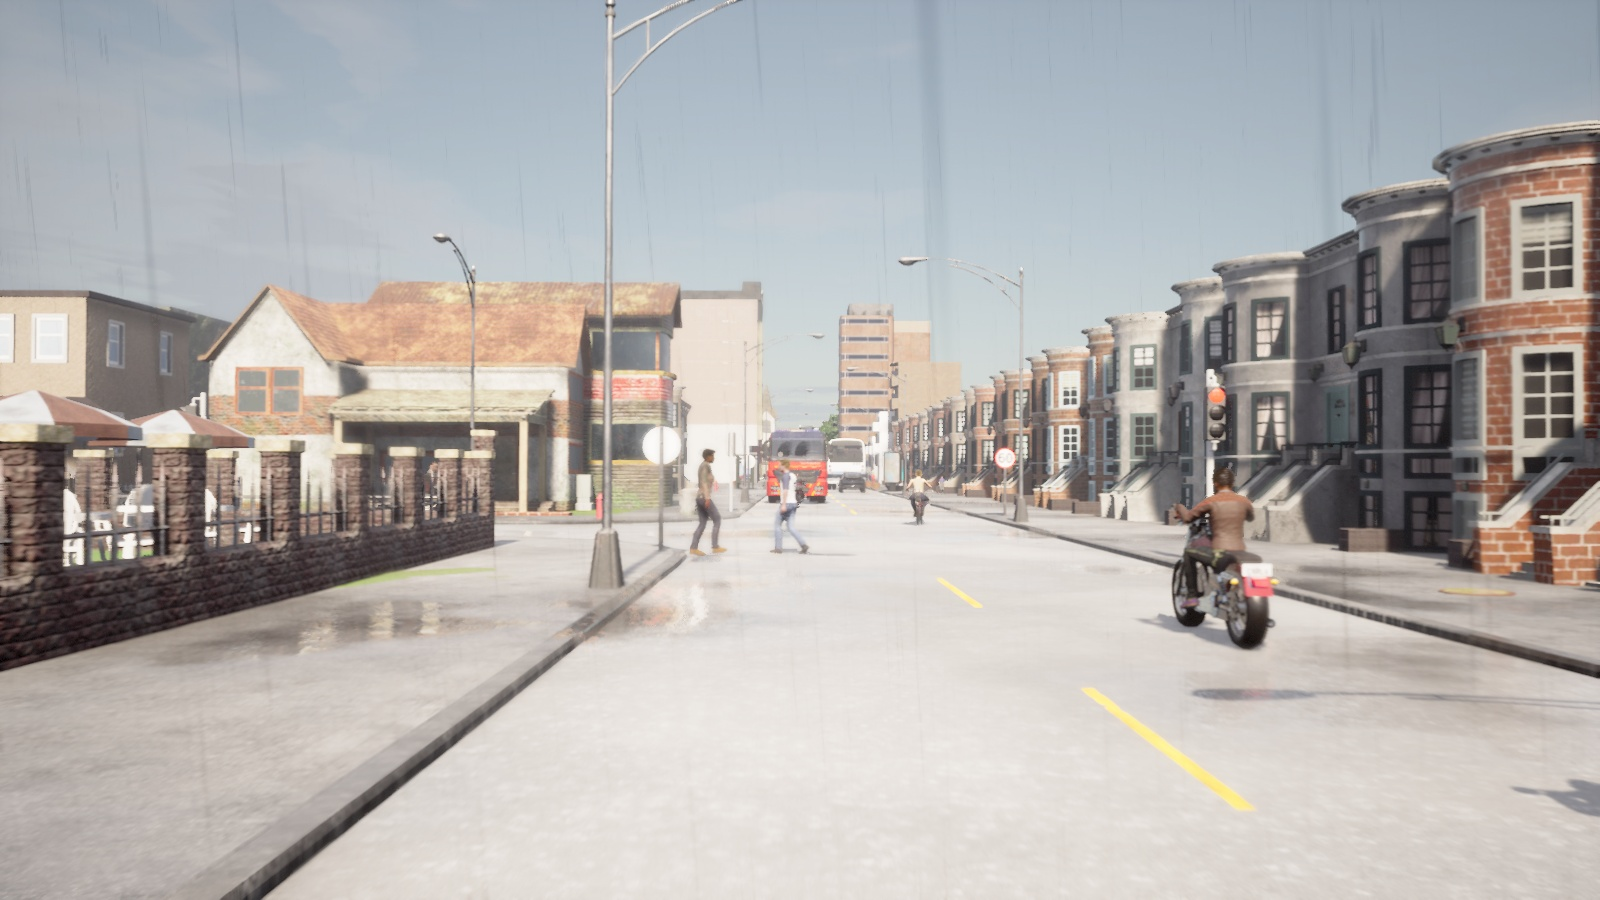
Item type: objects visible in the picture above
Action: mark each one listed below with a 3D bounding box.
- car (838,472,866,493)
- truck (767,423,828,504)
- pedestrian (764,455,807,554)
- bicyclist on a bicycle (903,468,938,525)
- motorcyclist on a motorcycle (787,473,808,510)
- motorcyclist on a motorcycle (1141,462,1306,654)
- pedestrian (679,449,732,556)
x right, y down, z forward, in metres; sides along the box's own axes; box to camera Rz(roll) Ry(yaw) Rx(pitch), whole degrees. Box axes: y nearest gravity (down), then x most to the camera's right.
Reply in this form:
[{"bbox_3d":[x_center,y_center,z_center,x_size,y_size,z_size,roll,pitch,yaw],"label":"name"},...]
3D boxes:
[{"bbox_3d":[3.838,2.358,92.839,1.837,1.490,4.892,0,-1,0],"label":"car"},{"bbox_3d":[-0.127,0.710,63.318,2.891,3.827,8.468,0,-1,0],"label":"truck"},{"bbox_3d":[-0.273,1.008,23.583,0.706,1.836,0.354,-1,-1,22],"label":"pedestrian"},{"bbox_3d":[3.529,1.353,36.787,0.866,1.612,1.509,-2,-1,10],"label":"bicyclist on a bicycle"},{"bbox_3d":[-0.106,1.744,53.387,0.866,1.530,2.191,0,-1,0],"label":"motorcyclist on a motorcycle"},{"bbox_3d":[3.970,0.950,11.998,0.766,1.649,2.350,0,-1,0],"label":"motorcyclist on a motorcycle"},{"bbox_3d":[-1.613,0.893,21.434,0.869,1.805,0.328,0,-1,-13],"label":"pedestrian"}]
